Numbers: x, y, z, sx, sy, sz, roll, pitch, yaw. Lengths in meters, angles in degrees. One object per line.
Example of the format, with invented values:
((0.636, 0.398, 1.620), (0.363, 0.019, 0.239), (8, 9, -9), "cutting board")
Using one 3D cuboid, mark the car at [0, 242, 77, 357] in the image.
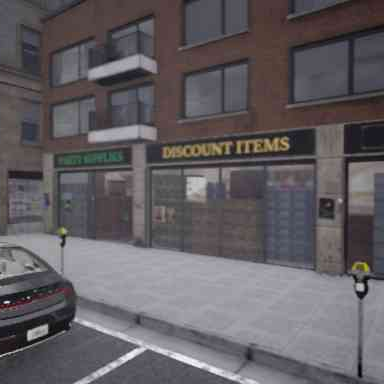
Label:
((-3.695, 1.483, 5.360), (4.403, 1.369, 2.008), (1, 1, 35), "car")
